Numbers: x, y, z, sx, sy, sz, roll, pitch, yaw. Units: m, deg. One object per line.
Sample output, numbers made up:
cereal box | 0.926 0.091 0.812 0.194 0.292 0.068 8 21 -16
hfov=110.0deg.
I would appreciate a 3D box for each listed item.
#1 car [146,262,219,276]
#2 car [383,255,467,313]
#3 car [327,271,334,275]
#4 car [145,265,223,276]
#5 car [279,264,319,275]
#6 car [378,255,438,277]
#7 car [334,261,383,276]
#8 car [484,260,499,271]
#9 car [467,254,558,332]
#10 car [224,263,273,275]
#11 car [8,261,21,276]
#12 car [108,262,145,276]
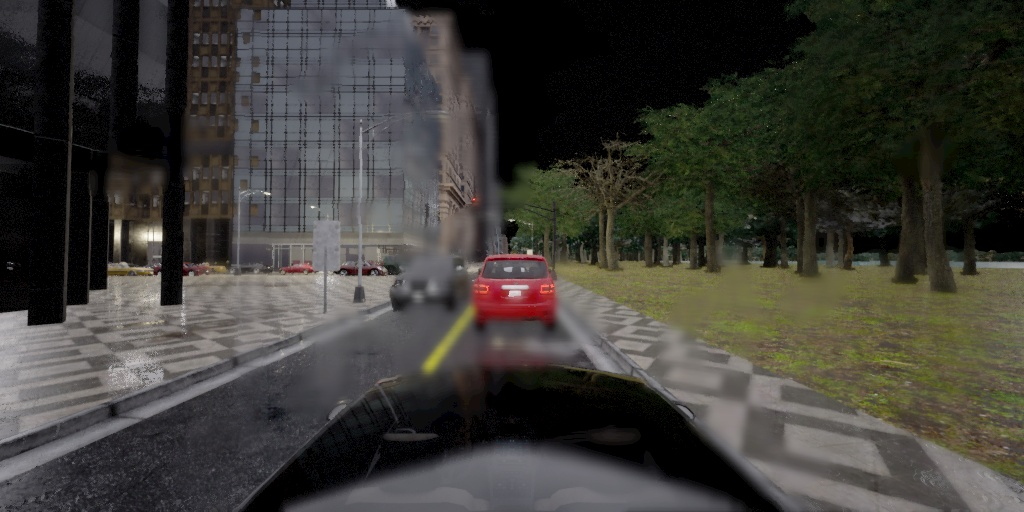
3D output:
car | -29.928 1.245 32.673 4.507 1.381 1.888 0 0 0
car | -3.027 0.979 14.490 2.150 2.045 5.566 0 0 1
car | -18.949 1.485 41.195 4.313 1.339 1.948 0 0 0
car | -32.247 1.319 35.355 5.357 1.411 2.033 0 -2 0
car | -24.436 1.505 41.195 4.207 1.307 1.802 0 0 0
car | -10.270 0.996 35.952 5.566 2.045 2.150 0 -1 -9
car | -13.497 1.129 32.672 4.097 1.591 1.967 0 0 -1
car | -3.038 1.395 53.109 2.033 1.411 5.357 0 0 -3
car | 0.104 0.976 11.071 2.150 2.045 5.566 0 0 0
car | -29.923 1.492 41.195 4.313 1.339 1.948 0 0 0
car | -46.392 1.149 32.674 4.097 1.591 1.967 0 0 0
car | -35.246 1.229 32.673 4.829 1.417 1.751 0 0 0
